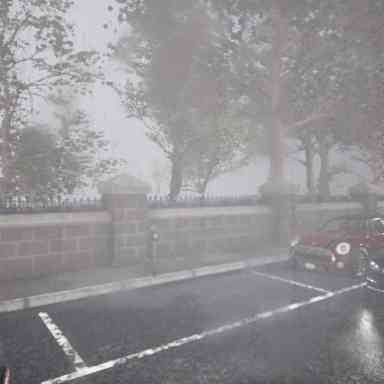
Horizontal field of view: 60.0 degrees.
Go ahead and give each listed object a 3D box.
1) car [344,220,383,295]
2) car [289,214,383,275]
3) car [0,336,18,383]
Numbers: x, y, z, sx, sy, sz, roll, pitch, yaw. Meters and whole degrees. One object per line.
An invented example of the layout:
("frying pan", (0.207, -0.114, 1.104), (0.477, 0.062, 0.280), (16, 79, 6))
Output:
("car", (5.851, 1.483, 7.526), (4.902, 1.511, 2.128), (0, 0, -35))
("car", (4.761, 1.430, 9.953), (4.097, 1.590, 1.967), (0, 0, -35))
("car", (-3.248, 1.494, 1.048), (4.902, 1.511, 2.128), (0, 0, -35))
